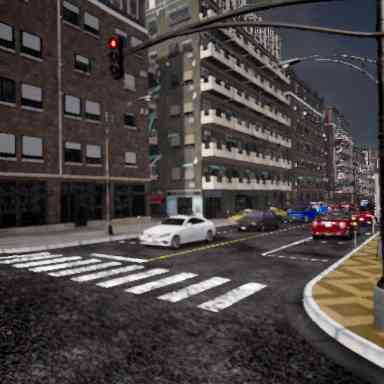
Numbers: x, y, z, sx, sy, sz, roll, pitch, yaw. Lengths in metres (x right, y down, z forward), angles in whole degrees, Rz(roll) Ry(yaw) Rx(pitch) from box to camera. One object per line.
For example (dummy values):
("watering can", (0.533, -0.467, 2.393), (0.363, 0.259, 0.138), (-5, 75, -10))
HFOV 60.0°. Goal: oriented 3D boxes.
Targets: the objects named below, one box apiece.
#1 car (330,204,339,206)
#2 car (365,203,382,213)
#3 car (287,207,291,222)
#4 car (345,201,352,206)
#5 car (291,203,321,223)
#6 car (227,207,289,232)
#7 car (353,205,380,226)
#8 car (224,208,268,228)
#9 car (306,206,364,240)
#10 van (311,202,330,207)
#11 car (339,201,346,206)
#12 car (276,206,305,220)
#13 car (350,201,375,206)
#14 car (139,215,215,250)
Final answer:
("car", (21.013, 2.511, 51.740), (1.967, 1.590, 4.097), (-3, -2, 35))
("car", (29.177, 2.547, 53.324), (1.837, 1.490, 4.892), (-1, -2, 35))
("car", (7.932, 2.237, 33.104), (1.752, 1.417, 4.829), (-3, -2, 35))
("car", (30.749, 2.653, 65.615), (2.192, 1.841, 5.009), (-3, -2, 35))
("car", (10.802, 2.155, 32.705), (1.882, 1.535, 5.008), (-1, -2, 35))
("car", (4.993, 2.066, 24.443), (2.033, 1.411, 5.357), (-2, -2, 35))
("car", (14.836, 2.082, 28.472), (1.887, 1.381, 4.507), (-3, -2, 35))
("car", (4.685, 2.148, 28.481), (1.752, 1.417, 4.829), (-3, -2, 35))
("car", (8.341, 1.800, 19.228), (1.967, 1.590, 4.097), (-3, -2, 35))
("van", (17.764, 2.323, 47.120), (1.690, 1.788, 3.998), (-3, -2, 35))
("car", (24.261, 2.704, 56.360), (1.887, 1.381, 4.507), (-3, -2, 35))
("car", (11.276, 2.369, 37.866), (1.947, 1.339, 4.313), (-3, -2, 35))
("car", (23.192, 2.370, 44.805), (2.128, 1.511, 4.902), (-1, -2, 35))
("car", (-0.555, 1.892, 16.531), (1.812, 1.442, 4.674), (-1, -2, 35))
